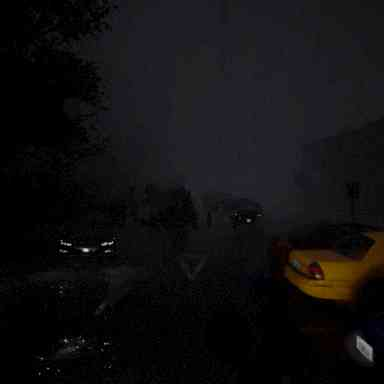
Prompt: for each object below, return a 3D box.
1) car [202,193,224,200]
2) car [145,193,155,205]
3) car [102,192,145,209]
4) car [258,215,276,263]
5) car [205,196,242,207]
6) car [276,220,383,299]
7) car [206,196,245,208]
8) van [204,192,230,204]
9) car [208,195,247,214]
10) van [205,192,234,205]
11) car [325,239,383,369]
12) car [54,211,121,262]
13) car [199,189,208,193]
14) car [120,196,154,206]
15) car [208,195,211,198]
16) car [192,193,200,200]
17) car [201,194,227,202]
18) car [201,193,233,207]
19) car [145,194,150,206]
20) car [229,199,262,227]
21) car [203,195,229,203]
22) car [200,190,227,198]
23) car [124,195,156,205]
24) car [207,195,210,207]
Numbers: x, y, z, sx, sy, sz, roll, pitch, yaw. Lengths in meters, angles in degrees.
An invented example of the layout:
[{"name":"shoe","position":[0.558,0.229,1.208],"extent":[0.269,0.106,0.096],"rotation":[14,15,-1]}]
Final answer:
[{"name":"car","position":[4.446,1.072,72.435],"extent":[4.674,1.452,2.002],"rotation":[0,1,0]},{"name":"car","position":[-8.201,1.288,46.975],"extent":[4.892,1.521,2.231],"rotation":[0,0,0]},{"name":"car","position":[-8.187,1.172,38.503],"extent":[4.553,1.767,2.185],"rotation":[0,0,0]},{"name":"car","position":[4.524,1.526,9.520],"extent":[4.674,1.452,2.002],"rotation":[-1,0,0]},{"name":"car","position":[4.378,1.287,46.983],"extent":[5.008,1.535,2.097],"rotation":[0,0,0]},{"name":"car","position":[4.725,1.481,6.878],"extent":[5.366,1.575,1.946],"rotation":[0,0,0]},{"name":"car","position":[4.381,1.290,44.159],"extent":[5.008,1.535,2.097],"rotation":[0,0,0]},{"name":"van","position":[4.295,1.043,58.166],"extent":[4.442,1.987,1.878],"rotation":[0,0,0]},{"name":"car","position":[4.317,1.335,32.854],"extent":[4.792,1.488,2.163],"rotation":[0,0,0]},{"name":"van","position":[4.281,1.054,52.635],"extent":[4.442,1.987,1.878],"rotation":[0,0,0]},{"name":"car","position":[4.510,1.512,4.095],"extent":[4.792,1.488,2.163],"rotation":[0,0,0]},{"name":"car","position":[-3.694,1.523,12.375],"extent":[1.837,1.490,4.892],"rotation":[2,-1,-12]},{"name":"car","position":[4.439,0.746,80.908],"extent":[4.553,1.767,2.185],"rotation":[0,1,0]},{"name":"car","position":[-8.158,1.313,49.674],"extent":[4.792,1.488,2.163],"rotation":[0,0,0]},{"name":"car","position":[4.351,1.341,35.681],"extent":[4.674,1.452,2.002],"rotation":[0,0,0]},{"name":"car","position":[0.036,1.313,63.960],"extent":[1.895,1.301,4.718],"rotation":[0,1,0]},{"name":"car","position":[4.439,1.138,66.784],"extent":[5.008,1.535,2.097],"rotation":[0,1,0]},{"name":"car","position":[4.183,1.291,41.333],"extent":[5.366,1.575,1.946],"rotation":[0,0,0]},{"name":"car","position":[-8.206,1.294,41.203],"extent":[5.008,1.535,2.097],"rotation":[0,0,0]},{"name":"car","position":[3.532,1.439,21.663],"extent":[1.812,1.442,4.674],"rotation":[1,1,6]},{"name":"car","position":[4.417,1.280,61.125],"extent":[4.674,1.452,2.002],"rotation":[0,1,0]},{"name":"car","position":[4.418,1.032,49.809],"extent":[5.566,2.045,2.435],"rotation":[0,0,0]},{"name":"car","position":[-8.150,1.309,52.498],"extent":[4.792,1.488,2.163],"rotation":[0,0,0]},{"name":"car","position":[4.358,1.338,38.506],"extent":[4.674,1.452,2.002],"rotation":[0,0,0]}]
